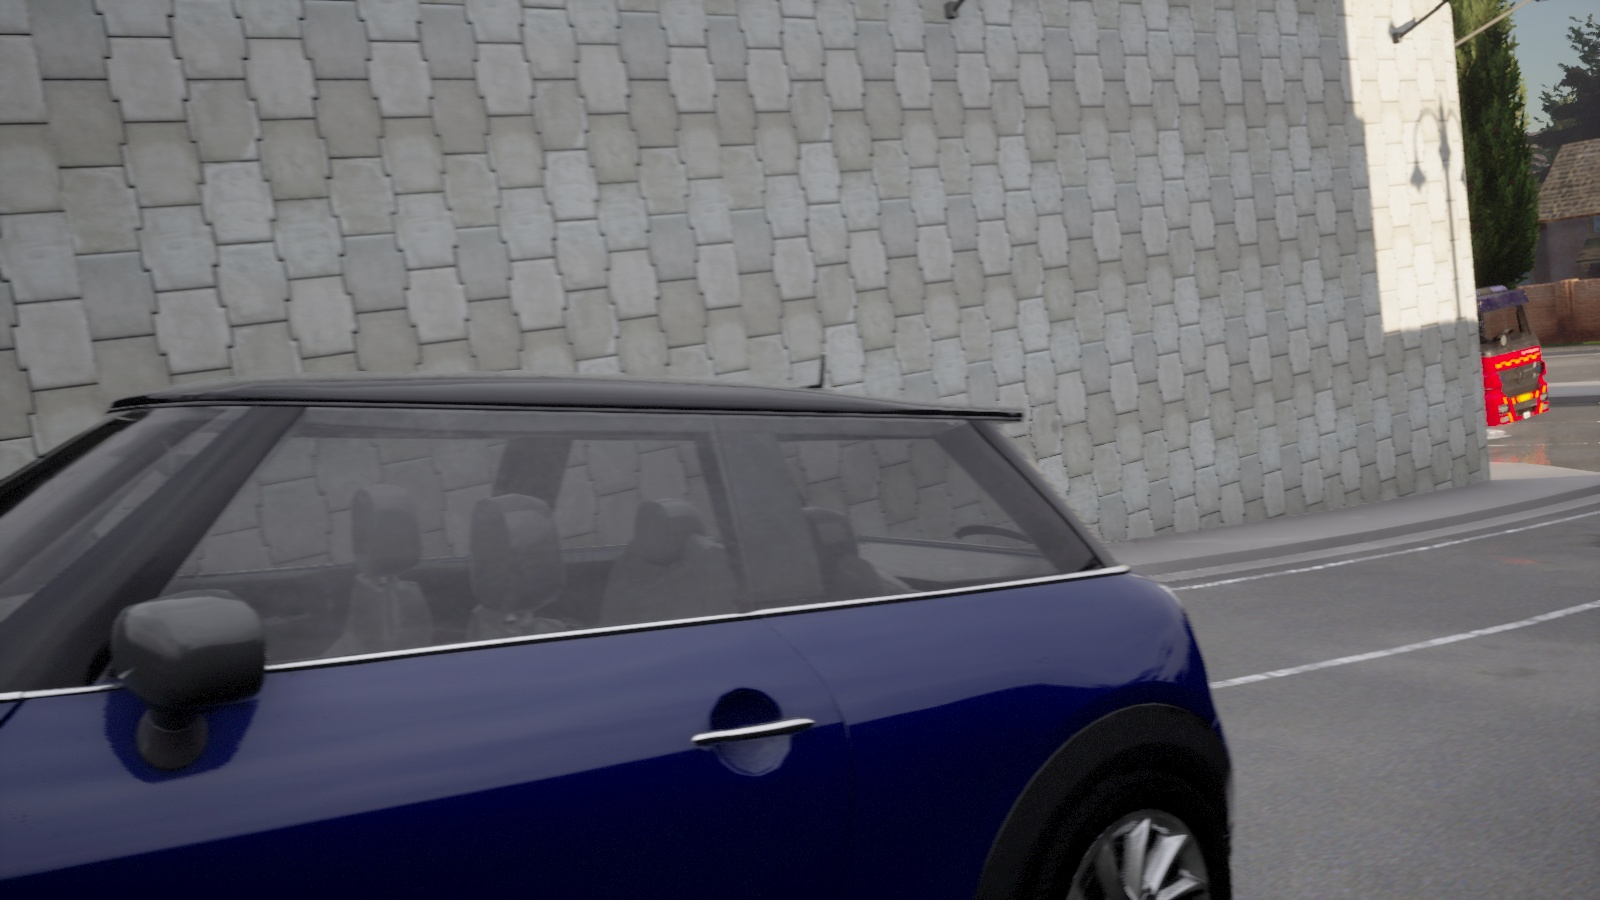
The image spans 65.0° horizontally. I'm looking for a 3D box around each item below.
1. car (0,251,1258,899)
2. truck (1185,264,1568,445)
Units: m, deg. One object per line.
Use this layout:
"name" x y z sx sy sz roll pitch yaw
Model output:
"car" -1.308 0.624 2.749 4.553 1.767 2.097 0 0 -35
"truck" 14.737 -2.311 32.891 2.891 3.827 8.468 -12 7 -35
